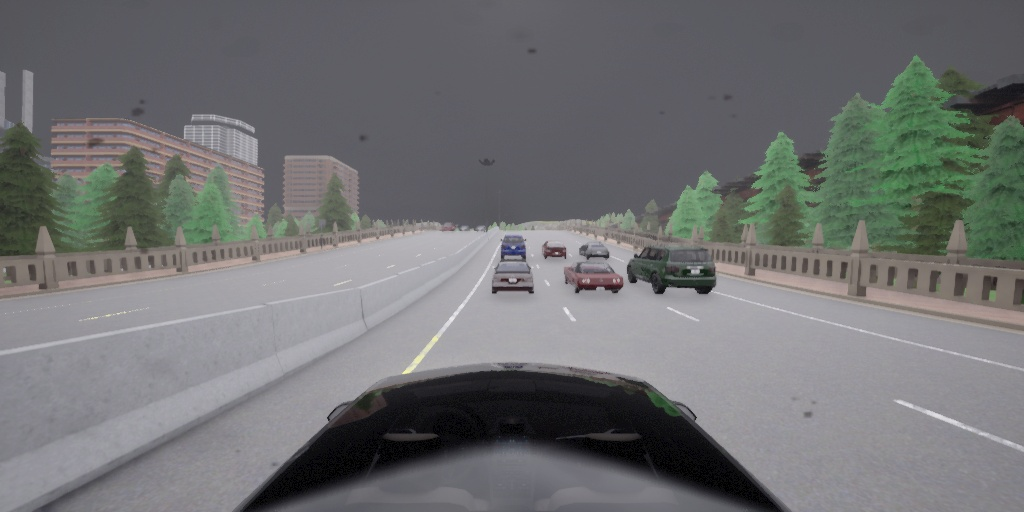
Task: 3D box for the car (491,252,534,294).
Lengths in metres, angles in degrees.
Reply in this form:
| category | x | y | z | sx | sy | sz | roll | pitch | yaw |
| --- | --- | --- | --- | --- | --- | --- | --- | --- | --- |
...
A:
| category | x | y | z | sx | sy | sz | roll | pitch | yaw |
| --- | --- | --- | --- | --- | --- | --- | --- | --- | --- |
| car | 0.041 | 0.823 | 16.458 | 2.033 | 1.411 | 5.357 | 0 | 4 | 0 |

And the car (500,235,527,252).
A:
| category | x | y | z | sx | sy | sz | roll | pitch | yaw |
| --- | --- | --- | --- | --- | --- | --- | --- | --- | --- |
| car | 0.125 | -0.890 | 31.451 | 2.150 | 2.045 | 5.566 | 0 | 7 | 0 |

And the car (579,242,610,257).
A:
| category | x | y | z | sx | sy | sz | roll | pitch | yaw |
| --- | --- | --- | --- | --- | --- | --- | --- | --- | --- |
| car | 7.122 | -0.558 | 31.274 | 1.994 | 1.385 | 4.181 | 0 | 6 | 0 |

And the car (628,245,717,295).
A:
| category | x | y | z | sx | sy | sz | roll | pitch | yaw |
| --- | --- | --- | --- | --- | --- | --- | --- | --- | --- |
| car | 7.042 | 0.512 | 16.434 | 2.150 | 2.045 | 5.566 | 0 | 4 | 0 |

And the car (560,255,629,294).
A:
| category | x | y | z | sx | sy | sz | roll | pitch | yaw |
| --- | --- | --- | --- | --- | --- | --- | --- | --- | --- |
| car | 3.541 | 0.875 | 16.472 | 1.895 | 1.301 | 4.718 | 0 | 4 | 0 |

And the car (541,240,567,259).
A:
| category | x | y | z | sx | sy | sz | roll | pitch | yaw |
| --- | --- | --- | --- | --- | --- | --- | --- | --- | --- |
| car | 3.624 | -0.645 | 31.282 | 1.882 | 1.535 | 5.008 | 0 | 6 | 0 |
